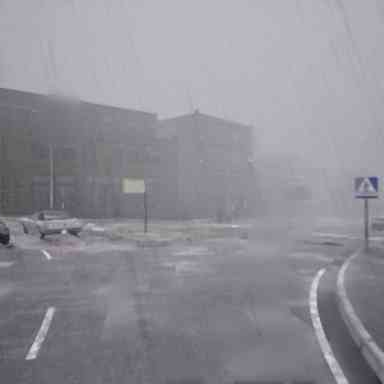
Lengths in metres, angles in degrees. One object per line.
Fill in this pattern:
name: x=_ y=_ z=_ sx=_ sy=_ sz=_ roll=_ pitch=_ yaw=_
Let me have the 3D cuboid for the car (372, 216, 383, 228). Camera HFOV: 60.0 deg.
car: x=23.696 y=3.780 z=41.069 sx=2.128 sy=1.511 sz=4.902 roll=0 pitch=-4 yaw=42

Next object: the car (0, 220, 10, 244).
car: x=-9.865 y=1.642 z=15.348 sx=1.994 sy=1.385 sz=4.181 roll=0 pitch=0 yaw=-40

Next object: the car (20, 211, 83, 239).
car: x=-7.702 y=1.659 z=17.870 sx=1.895 sy=1.301 sz=4.718 roll=0 pitch=0 yaw=-42
